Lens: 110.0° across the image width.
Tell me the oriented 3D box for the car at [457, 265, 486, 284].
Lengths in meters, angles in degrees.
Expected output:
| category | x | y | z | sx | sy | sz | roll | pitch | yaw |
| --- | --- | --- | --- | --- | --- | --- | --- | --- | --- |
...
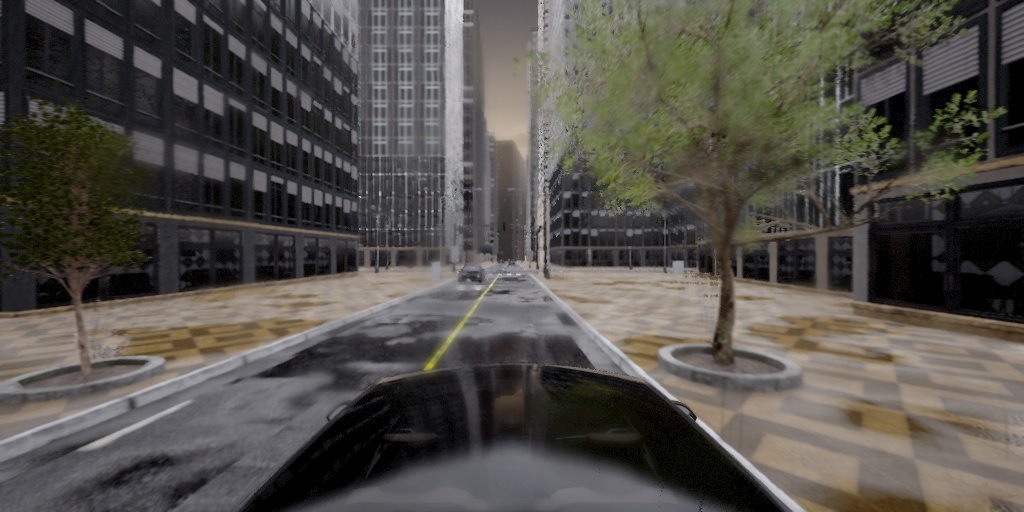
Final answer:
| category | x | y | z | sx | sy | sz | roll | pitch | yaw |
| --- | --- | --- | --- | --- | --- | --- | --- | --- | --- |
| car | -3.084 | 1.413 | 28.456 | 2.033 | 1.411 | 5.357 | 0 | 0 | 0 |
